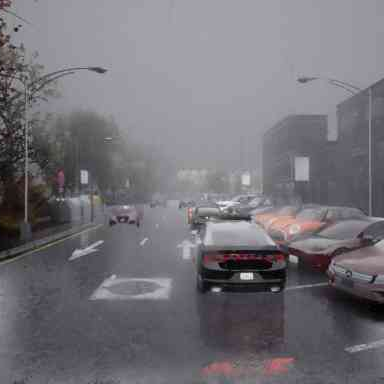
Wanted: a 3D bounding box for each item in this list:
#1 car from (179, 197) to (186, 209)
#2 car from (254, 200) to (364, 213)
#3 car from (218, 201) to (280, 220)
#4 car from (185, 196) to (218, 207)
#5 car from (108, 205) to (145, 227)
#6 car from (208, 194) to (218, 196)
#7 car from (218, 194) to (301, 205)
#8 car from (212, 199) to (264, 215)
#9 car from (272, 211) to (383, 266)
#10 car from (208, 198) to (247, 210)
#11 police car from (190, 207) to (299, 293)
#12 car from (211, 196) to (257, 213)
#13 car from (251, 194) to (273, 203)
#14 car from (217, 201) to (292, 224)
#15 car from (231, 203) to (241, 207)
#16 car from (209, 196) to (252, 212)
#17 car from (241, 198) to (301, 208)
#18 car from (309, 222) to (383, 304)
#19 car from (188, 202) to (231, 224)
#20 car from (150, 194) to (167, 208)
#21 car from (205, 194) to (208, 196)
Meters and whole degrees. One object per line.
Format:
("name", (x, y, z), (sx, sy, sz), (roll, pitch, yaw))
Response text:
("car", (-0.766, 1.441, 46.848), (2.097, 1.767, 4.553), (0, 0, 0))
("car", (5.125, 1.366, 13.283), (4.553, 1.767, 2.185), (1, 0, -21))
("car", (4.837, 1.544, 28.271), (4.792, 1.488, 2.163), (1, 0, -21))
("car", (0.760, 1.373, 24.885), (2.097, 1.767, 4.553), (0, 0, -1))
("car", (-4.410, 1.582, 22.970), (1.994, 1.385, 4.181), (0, 0, -1))
("car", (4.799, 1.270, 31.273), (5.566, 2.045, 2.435), (1, 0, -21))
("car", (4.945, 1.251, 22.257), (5.566, 2.045, 2.435), (1, 0, -21))
("car", (4.752, 1.560, 34.271), (4.792, 1.488, 2.163), (1, 0, -21))
("car", (5.113, 1.518, 10.262), (4.792, 1.488, 2.163), (1, 0, -21))
("car", (4.640, 1.600, 43.295), (4.674, 1.452, 2.002), (1, 0, -21))
("police car", (1.015, 1.427, 9.026), (1.930, 1.638, 5.238), (0, 0, -1))
("car", (4.701, 1.414, 37.286), (4.553, 1.767, 2.185), (1, 0, -21))
("car", (16.971, 1.463, 80.560), (2.435, 2.045, 5.566), (0, 0, -22))
("car", (4.737, 1.503, 25.211), (5.366, 1.575, 1.946), (1, 0, -21))
("car", (4.996, 1.538, 19.279), (4.674, 1.452, 2.002), (1, 0, -21))
("car", (4.655, 1.424, 40.286), (4.553, 1.767, 2.185), (1, 0, -21))
("car", (5.078, 1.369, 16.284), (4.553, 1.767, 2.185), (1, 0, -21))
("car", (5.193, 1.527, 7.271), (4.674, 1.452, 2.002), (1, 0, -21))
("car", (0.854, 1.518, 18.915), (1.837, 1.490, 4.892), (0, 0, -1))
("car", (-4.863, 1.318, 48.843), (2.150, 2.045, 5.566), (0, 0, -1))
("car", (4.626, 1.446, 46.304), (4.553, 1.767, 2.185), (1, 0, -21))
